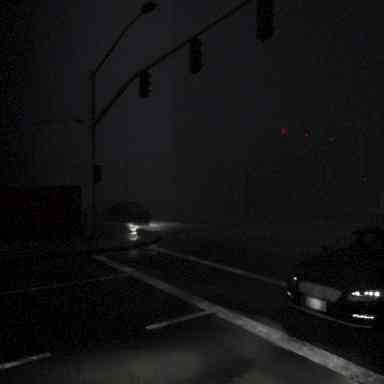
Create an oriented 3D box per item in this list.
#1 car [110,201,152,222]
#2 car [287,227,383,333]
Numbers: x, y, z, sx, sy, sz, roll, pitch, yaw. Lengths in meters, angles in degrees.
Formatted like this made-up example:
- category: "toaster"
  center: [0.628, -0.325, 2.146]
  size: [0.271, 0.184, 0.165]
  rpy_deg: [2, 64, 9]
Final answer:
- category: "car"
  center: [-5.003, 1.494, 26.931]
  size: [1.882, 1.535, 5.008]
  rpy_deg: [0, 0, -36]
- category: "car"
  center: [3.951, 1.505, 6.688]
  size: [4.902, 1.511, 2.128]
  rpy_deg: [0, 0, -36]
